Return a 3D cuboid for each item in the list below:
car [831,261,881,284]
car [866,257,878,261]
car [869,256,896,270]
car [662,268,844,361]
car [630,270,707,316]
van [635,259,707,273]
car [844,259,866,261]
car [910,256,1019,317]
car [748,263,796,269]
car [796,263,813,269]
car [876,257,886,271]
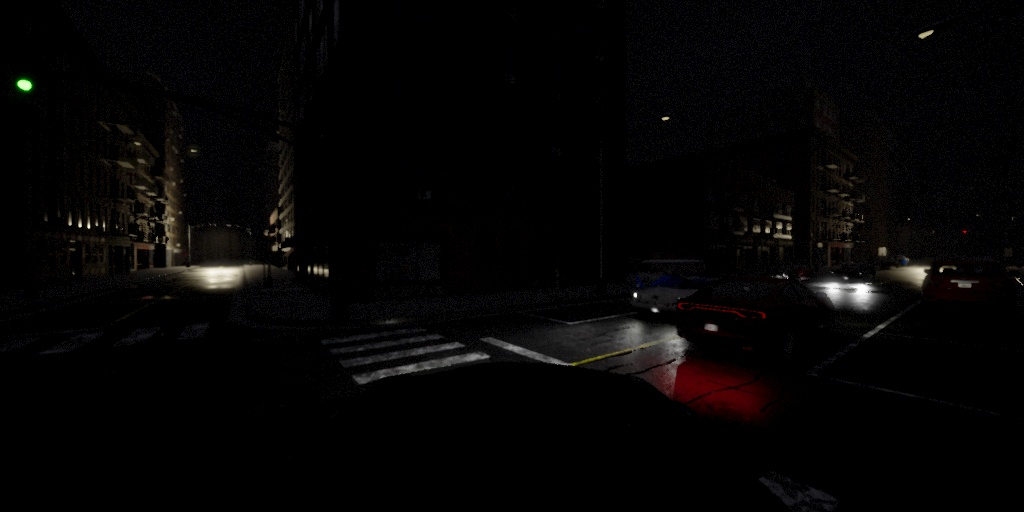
[{"bbox_3d":[25.029,1.241,26.271,4.718,1.301,1.895,0,0,-37],"label":"car"},{"bbox_3d":[37.511,1.128,38.835,4.403,1.370,2.007,0,0,-37],"label":"car"},{"bbox_3d":[46.168,0.858,45.313,5.009,1.841,2.192,0,0,-37],"label":"car"},{"bbox_3d":[5.791,1.207,8.340,5.008,1.535,1.882,0,0,-37],"label":"car"},{"bbox_3d":[6.071,1.314,12.108,4.718,1.301,1.895,0,0,-37],"label":"car"},{"bbox_3d":[7.211,1.036,16.162,3.998,1.789,1.690,0,0,-37],"label":"van"},{"bbox_3d":[33.047,1.120,35.495,4.829,1.417,1.751,0,0,-37],"label":"car"},{"bbox_3d":[16.402,1.018,12.909,5.009,1.841,2.192,0,0,-37],"label":"car"},{"bbox_3d":[15.868,1.228,22.640,4.313,1.339,1.948,0,0,-37],"label":"car"},{"bbox_3d":[20.197,1.190,25.879,4.507,1.381,1.888,0,0,-37],"label":"car"},{"bbox_3d":[41.839,1.126,42.074,4.313,1.339,1.948,0,0,-37],"label":"car"}]
